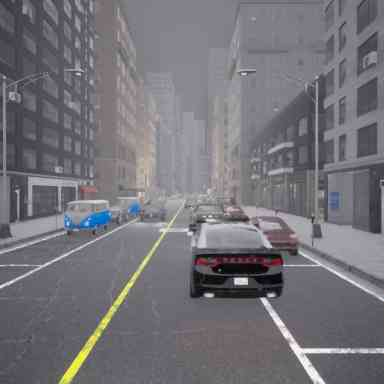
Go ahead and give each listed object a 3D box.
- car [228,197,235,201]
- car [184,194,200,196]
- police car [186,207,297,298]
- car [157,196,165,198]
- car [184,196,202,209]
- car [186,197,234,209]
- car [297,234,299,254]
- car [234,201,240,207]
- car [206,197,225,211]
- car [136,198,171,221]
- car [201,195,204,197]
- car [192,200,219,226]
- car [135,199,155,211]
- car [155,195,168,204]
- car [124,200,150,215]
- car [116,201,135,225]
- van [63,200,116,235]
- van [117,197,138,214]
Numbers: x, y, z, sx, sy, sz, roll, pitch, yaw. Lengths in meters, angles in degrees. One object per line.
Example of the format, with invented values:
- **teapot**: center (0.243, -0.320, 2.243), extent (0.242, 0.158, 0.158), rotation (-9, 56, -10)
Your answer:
- **car**: center (2.840, 1.316, 29.375), extent (2.192, 1.841, 5.009), rotation (0, 0, 0)
- **car**: center (-0.030, 1.516, 58.888), extent (1.837, 1.490, 4.892), rotation (0, 0, 0)
- **police car**: center (0.895, 1.425, 8.655), extent (1.930, 1.638, 5.238), rotation (0, 0, 0)
- **car**: center (-5.696, 1.573, 51.376), extent (1.947, 1.339, 4.313), rotation (0, 0, 0)
- **car**: center (-0.008, 1.569, 45.453), extent (1.994, 1.385, 4.181), rotation (0, 0, 0)
- **car**: center (0.890, 1.351, 18.516), extent (2.097, 1.767, 4.553), rotation (0, 0, 0)
- **car**: center (2.849, 1.581, 12.871), extent (1.802, 1.307, 4.206), rotation (0, 0, 0)
- **car**: center (2.844, 1.582, 23.873), extent (1.802, 1.307, 4.206), rotation (0, 0, 0)
- **car**: center (2.835, 1.444, 40.378), extent (1.967, 1.590, 4.097), rotation (0, 0, 0)
- **car**: center (-3.013, 1.506, 26.867), extent (1.837, 1.490, 4.892), rotation (0, 0, 0)
- **car**: center (2.829, 1.558, 51.380), extent (2.008, 1.369, 4.403), rotation (0, 0, 0)
- **car**: center (0.887, 1.456, 24.735), extent (1.801, 1.575, 5.366), rotation (0, 0, 0)
- **car**: center (-5.690, 1.585, 40.374), extent (1.802, 1.307, 4.206), rotation (0, 0, 0)
- **car**: center (-5.702, 1.453, 62.379), extent (1.967, 1.590, 4.097), rotation (0, 0, 0)
- **car**: center (-5.687, 1.568, 34.872), extent (1.947, 1.339, 4.313), rotation (0, 0, 0)
- **car**: center (-5.682, 1.551, 23.869), extent (2.008, 1.369, 4.403), rotation (0, 0, 0)
- **van**: center (-5.679, 1.341, 18.369), extent (1.690, 1.788, 3.998), rotation (0, 0, 0)
- **van**: center (-5.685, 1.342, 29.371), extent (1.690, 1.788, 3.998), rotation (0, 0, 0)
